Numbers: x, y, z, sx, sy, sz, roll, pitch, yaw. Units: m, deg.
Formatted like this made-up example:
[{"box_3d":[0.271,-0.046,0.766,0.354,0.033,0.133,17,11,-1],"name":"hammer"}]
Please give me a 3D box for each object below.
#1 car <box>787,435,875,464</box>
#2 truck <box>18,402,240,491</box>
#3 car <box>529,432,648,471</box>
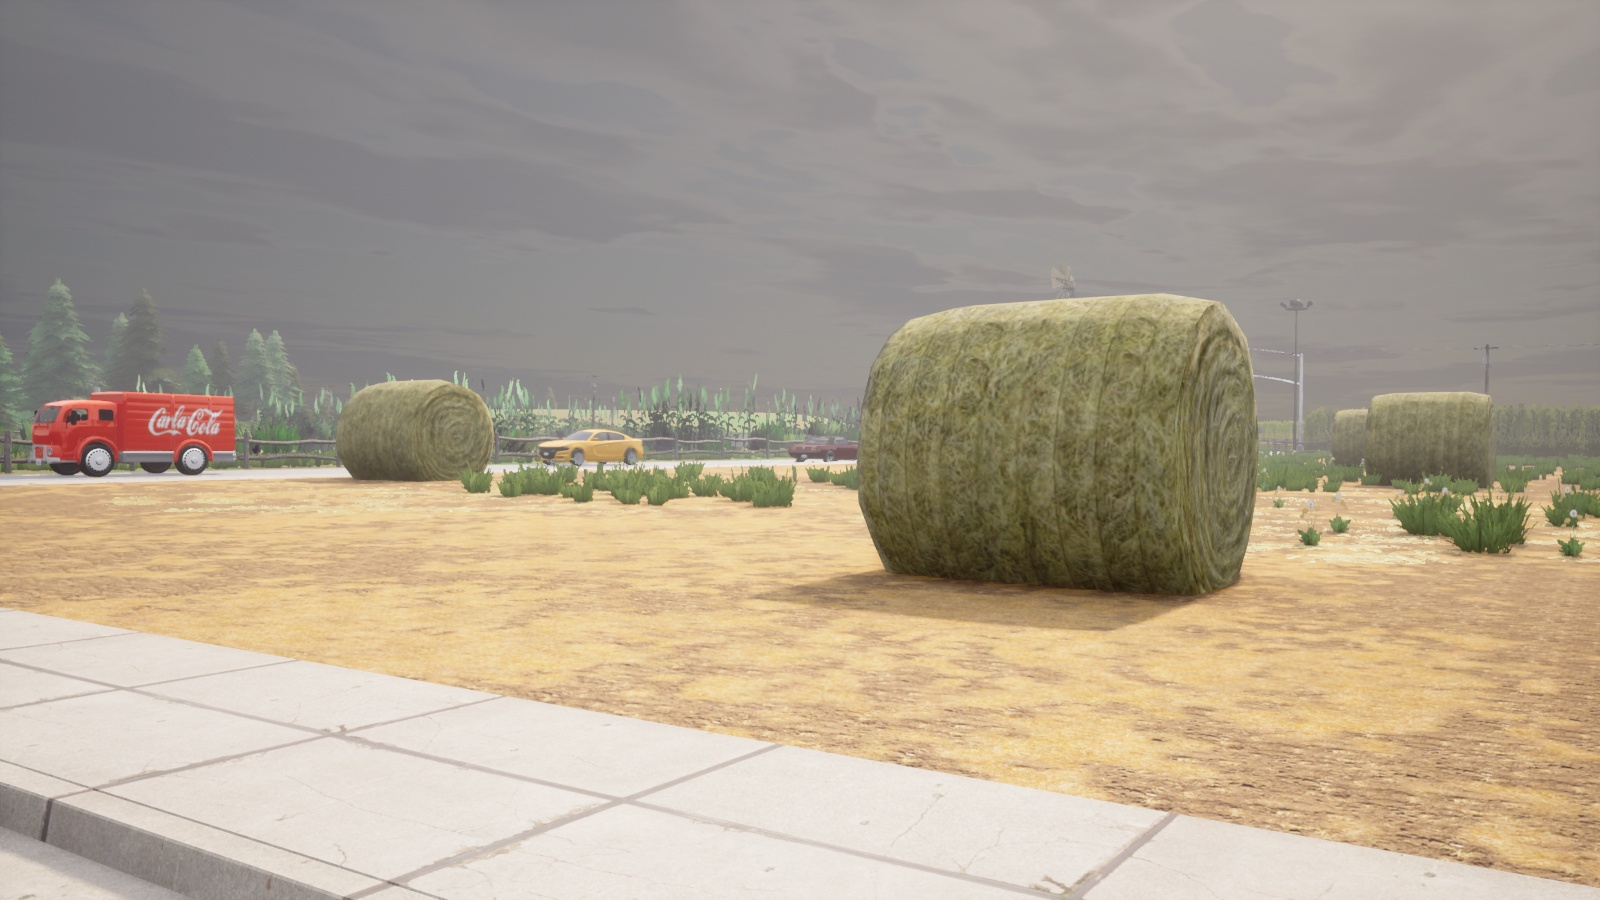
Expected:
[{"box_3d":[1.530,-0.045,60.634,1.895,1.301,4.718,0,1,36],"name":"car"},{"box_3d":[-19.897,-0.112,37.440,2.627,2.467,5.204,0,0,36],"name":"truck"},{"box_3d":[-8.771,0.036,52.548,1.882,1.535,5.008,0,1,36],"name":"car"}]
